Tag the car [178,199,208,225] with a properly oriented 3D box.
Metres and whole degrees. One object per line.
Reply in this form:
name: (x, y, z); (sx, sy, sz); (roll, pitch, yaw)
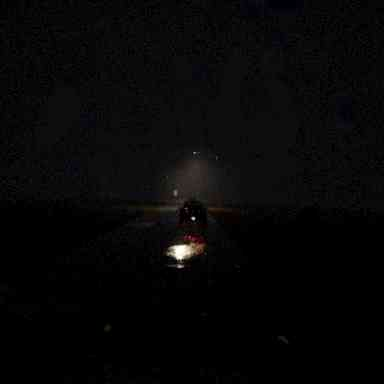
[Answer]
car: (0.088, 1.468, 23.939); (1.837, 1.490, 4.892); (0, 0, 0)
